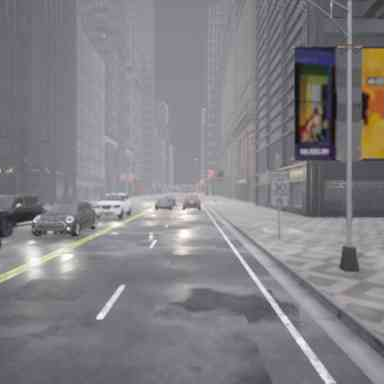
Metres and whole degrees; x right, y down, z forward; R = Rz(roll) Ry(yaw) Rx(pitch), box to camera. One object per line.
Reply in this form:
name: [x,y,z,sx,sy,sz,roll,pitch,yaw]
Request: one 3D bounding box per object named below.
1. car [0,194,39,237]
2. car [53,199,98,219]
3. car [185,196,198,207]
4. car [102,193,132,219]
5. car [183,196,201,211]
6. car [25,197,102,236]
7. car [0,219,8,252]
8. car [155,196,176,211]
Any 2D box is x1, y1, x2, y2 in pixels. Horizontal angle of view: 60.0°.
car: [-9.857,1.155,17.651,2.150,2.045,5.566,0,0,0]
car: [-9.854,1.384,28.555,2.128,1.511,4.902,0,0,0]
car: [-0.022,1.326,49.411,1.837,1.490,4.892,0,1,0]
car: [-6.606,1.116,28.446,2.150,2.045,5.566,0,0,0]
car: [-0.018,1.211,39.221,2.097,1.767,4.553,0,0,0]
car: [-6.603,1.285,17.711,2.097,1.767,4.553,0,0,0]
car: [-6.594,1.568,7.737,1.895,1.301,4.718,0,0,0]
car: [-3.268,1.421,39.250,1.994,1.385,4.181,0,0,0]
